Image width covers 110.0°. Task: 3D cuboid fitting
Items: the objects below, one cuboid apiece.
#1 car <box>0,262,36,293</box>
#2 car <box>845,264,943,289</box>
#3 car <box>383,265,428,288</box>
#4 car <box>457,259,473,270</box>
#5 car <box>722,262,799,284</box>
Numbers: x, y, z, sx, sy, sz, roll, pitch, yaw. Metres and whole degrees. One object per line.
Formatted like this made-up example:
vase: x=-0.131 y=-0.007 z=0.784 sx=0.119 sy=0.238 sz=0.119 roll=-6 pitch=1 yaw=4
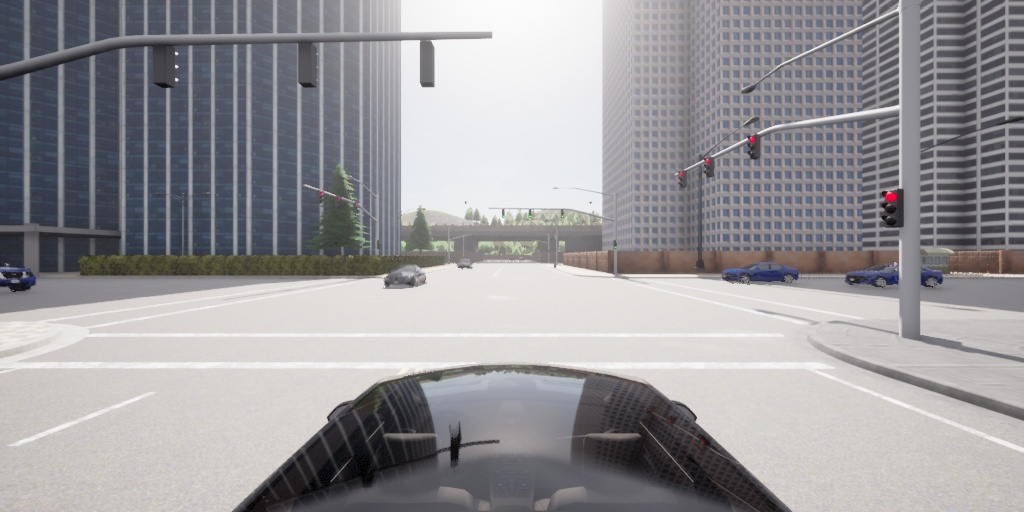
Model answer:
car: x=-28.592 y=0.971 z=18.660 sx=5.566 sy=2.045 sz=2.150 roll=0 pitch=0 yaw=0
car: x=24.130 y=1.227 z=22.774 sx=5.008 sy=1.535 sz=1.882 roll=0 pitch=0 yaw=1
car: x=-6.986 y=1.324 z=23.962 sx=1.812 sy=1.442 sz=4.674 roll=0 pitch=0 yaw=0
car: x=-6.999 y=1.242 z=53.849 sx=1.837 sy=1.490 sz=4.892 roll=0 pitch=2 yaw=0
car: x=18.133 y=1.227 z=26.319 sx=5.008 sy=1.535 sz=1.882 roll=0 pitch=0 yaw=0
